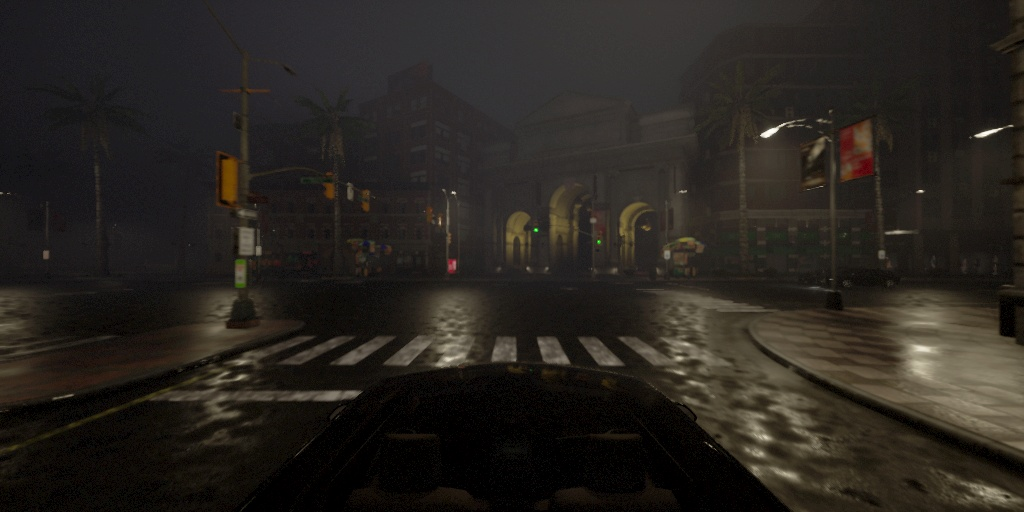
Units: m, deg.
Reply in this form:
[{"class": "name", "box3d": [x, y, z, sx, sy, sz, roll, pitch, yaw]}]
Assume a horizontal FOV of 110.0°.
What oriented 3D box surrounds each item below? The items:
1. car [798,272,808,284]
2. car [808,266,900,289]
[{"class": "car", "box3d": [25.803, 1.541, 28.708, 5.008, 1.535, 1.882, 0, -1, 1]}, {"class": "car", "box3d": [24.239, 1.527, 25.230, 4.892, 1.490, 1.837, 0, -1, 1]}]
